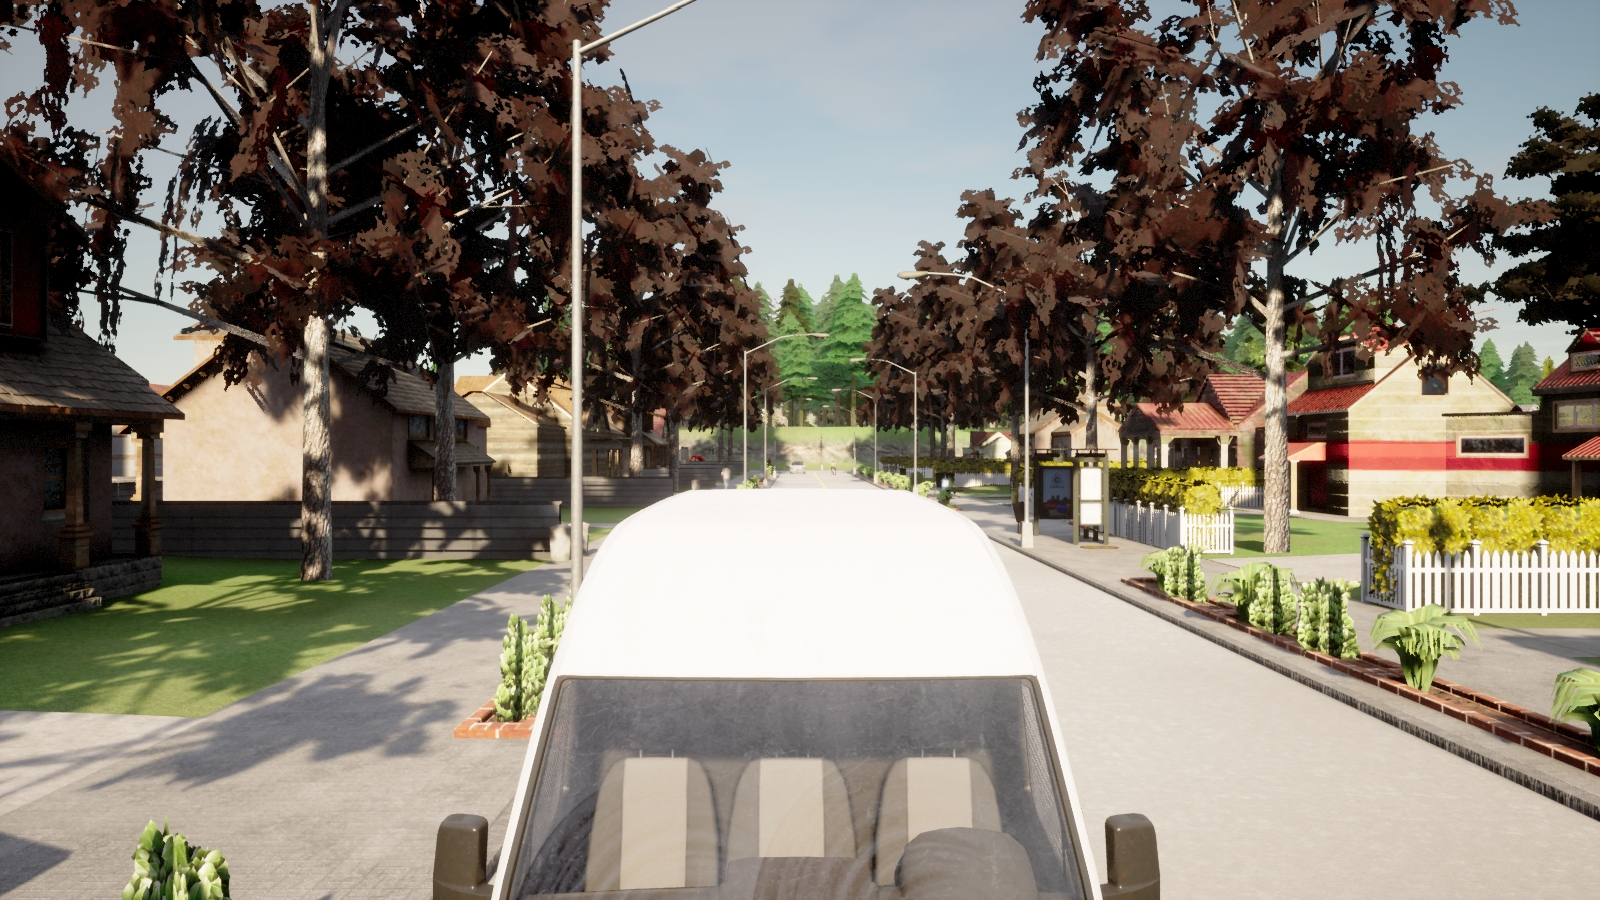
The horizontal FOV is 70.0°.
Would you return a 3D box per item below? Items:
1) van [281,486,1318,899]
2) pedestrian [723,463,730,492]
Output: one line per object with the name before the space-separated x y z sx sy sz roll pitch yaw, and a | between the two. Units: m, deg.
van | -0.006 1.534 5.149 1.988 2.561 5.915 0 0 0
pedestrian | -4.653 1.743 72.099 0.375 1.860 0.375 0 0 2
